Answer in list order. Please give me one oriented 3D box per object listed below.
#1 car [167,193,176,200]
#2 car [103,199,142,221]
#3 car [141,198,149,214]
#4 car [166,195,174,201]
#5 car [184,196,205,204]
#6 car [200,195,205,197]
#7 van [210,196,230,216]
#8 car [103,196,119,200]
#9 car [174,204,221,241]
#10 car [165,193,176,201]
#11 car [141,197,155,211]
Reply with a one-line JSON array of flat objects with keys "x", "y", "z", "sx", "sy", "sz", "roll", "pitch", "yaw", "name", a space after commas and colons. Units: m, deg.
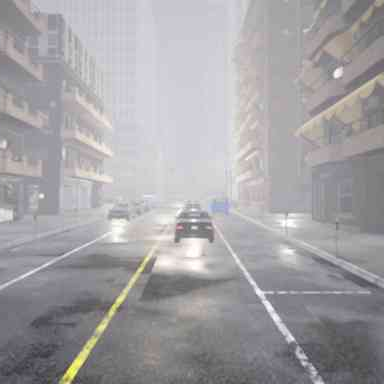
[{"x": -5.654, "y": 1.333, "z": 92.924, "sx": 2.192, "sy": 1.841, "sz": 5.009, "roll": 1, "pitch": 0, "yaw": 0, "name": "car"}, {"x": -5.638, "y": 1.557, "z": 27.085, "sx": 2.008, "sy": 1.369, "sz": 4.403, "roll": 1, "pitch": 0, "yaw": 0, "name": "car"}, {"x": -5.637, "y": 1.589, "z": 32.626, "sx": 1.802, "sy": 1.307, "sz": 4.206, "roll": 1, "pitch": 0, "yaw": 0, "name": "car"}, {"x": -5.660, "y": 1.599, "z": 87.348, "sx": 1.802, "sy": 1.307, "sz": 4.206, "roll": 1, "pitch": 0, "yaw": 0, "name": "car"}, {"x": 0.107, "y": 1.555, "z": 38.077, "sx": 2.033, "sy": 1.411, "sz": 5.357, "roll": 0, "pitch": 0, "yaw": 0, "name": "car"}, {"x": 2.721, "y": 1.600, "z": 92.984, "sx": 1.802, "sy": 1.307, "sz": 4.206, "roll": 1, "pitch": 0, "yaw": 0, "name": "car"}, {"x": 2.714, "y": 1.348, "z": 32.677, "sx": 1.690, "sy": 1.788, "sz": 3.998, "roll": 1, "pitch": 0, "yaw": 0, "name": "van"}, {"x": -16.478, "y": 1.511, "z": 66.355, "sx": 4.097, "sy": 1.590, "sz": 1.967, "roll": 0, "pitch": -1, "yaw": 0, "name": "car"}, {"x": 0.102, "y": 1.551, "z": 16.517, "sx": 2.033, "sy": 1.411, "sz": 5.357, "roll": 0, "pitch": 0, "yaw": 0, "name": "car"}, {"x": -5.658, "y": 1.456, "z": 81.773, "sx": 1.967, "sy": 1.590, "sz": 4.097, "roll": 1, "pitch": 0, "yaw": 0, "name": "car"}, {"x": -5.636, "y": 1.574, "z": 38.166, "sx": 1.947, "sy": 1.339, "sz": 4.313, "roll": 1, "pitch": 0, "yaw": 0, "name": "car"}]
